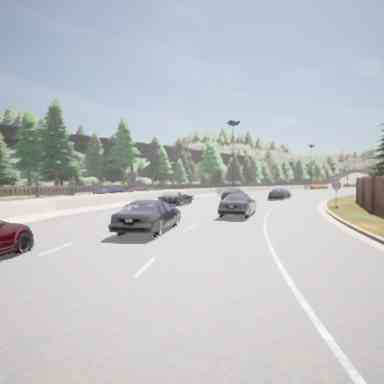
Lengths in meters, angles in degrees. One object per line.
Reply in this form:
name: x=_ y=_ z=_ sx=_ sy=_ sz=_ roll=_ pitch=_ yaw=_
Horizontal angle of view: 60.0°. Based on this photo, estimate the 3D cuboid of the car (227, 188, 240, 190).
car: x=4.464 y=0.328 z=35.466 sx=1.812 sy=1.442 sz=4.674 roll=1 pitch=2 yaw=23

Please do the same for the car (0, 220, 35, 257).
car: x=-6.194 y=1.247 z=9.001 sx=1.994 sy=1.385 sz=4.181 roll=0 pitch=2 yaw=6

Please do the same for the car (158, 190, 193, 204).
car: x=-1.401 y=0.574 z=30.206 sx=1.895 sy=1.301 sz=4.718 roll=1 pitch=2 yaw=19

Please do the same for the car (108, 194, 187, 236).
car: x=-1.893 y=1.039 z=14.846 sx=2.033 sy=1.411 sz=5.357 roll=0 pitch=2 yaw=10

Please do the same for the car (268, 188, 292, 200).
car: x=10.874 y=0.189 z=40.990 sx=1.994 sy=1.385 sz=4.181 roll=1 pitch=2 yaw=30

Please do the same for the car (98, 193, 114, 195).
car: x=-11.104 y=-0.148 z=43.844 sx=2.097 sy=1.767 sz=4.553 roll=1 pitch=2 yaw=25

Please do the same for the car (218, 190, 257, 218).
car: x=3.018 y=0.820 z=21.512 sx=2.033 sy=1.411 sz=5.357 roll=1 pitch=2 yaw=17
